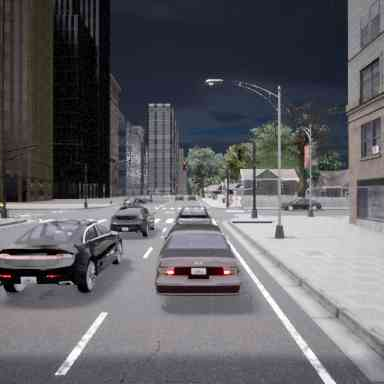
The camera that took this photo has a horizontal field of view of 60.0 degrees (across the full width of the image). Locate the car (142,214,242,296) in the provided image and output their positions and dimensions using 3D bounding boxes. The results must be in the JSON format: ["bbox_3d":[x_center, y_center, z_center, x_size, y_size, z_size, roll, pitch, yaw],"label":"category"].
[{"bbox_3d":[0.093,1.545,8.785,2.033,1.411,5.357,0,0,-1],"label":"car"}]

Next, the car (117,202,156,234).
[{"bbox_3d":[-3.145,1.504,18.116,1.837,1.490,4.892,0,0,0],"label":"car"}]

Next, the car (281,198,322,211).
[{"bbox_3d":[13.293,1.554,40.739,4.892,1.490,1.837,0,-1,0],"label":"car"}]

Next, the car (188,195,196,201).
[{"bbox_3d":[0.022,1.494,84.129,1.837,1.490,4.892,0,0,0],"label":"car"}]

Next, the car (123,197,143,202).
[{"bbox_3d":[-9.812,1.486,53.797,2.128,1.511,4.902,0,0,1],"label":"car"}]

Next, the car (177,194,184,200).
[{"bbox_3d":[-3.225,1.311,93.958,1.882,1.535,5.008,0,0,0],"label":"car"}]

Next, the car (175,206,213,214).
[{"bbox_3d":[0.103,1.491,17.839,2.128,1.511,4.902,0,0,0],"label":"car"}]

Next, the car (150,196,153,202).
[{"bbox_3d":[-9.731,1.517,73.229,1.812,1.442,4.674,0,0,0],"label":"car"}]

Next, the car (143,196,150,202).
[{"bbox_3d":[-9.776,1.595,63.117,1.895,1.301,4.718,0,0,1],"label":"car"}]

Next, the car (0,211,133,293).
[{"bbox_3d":[-3.149,1.492,8.856,2.128,1.511,4.902,0,0,0],"label":"car"}]

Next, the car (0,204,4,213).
[{"bbox_3d":[-21.711,1.462,33.909,5.008,1.535,1.882,0,-1,-3],"label":"car"}]

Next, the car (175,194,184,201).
[{"bbox_3d":[-3.228,1.342,83.923,2.097,1.767,4.553,0,0,0],"label":"car"}]
